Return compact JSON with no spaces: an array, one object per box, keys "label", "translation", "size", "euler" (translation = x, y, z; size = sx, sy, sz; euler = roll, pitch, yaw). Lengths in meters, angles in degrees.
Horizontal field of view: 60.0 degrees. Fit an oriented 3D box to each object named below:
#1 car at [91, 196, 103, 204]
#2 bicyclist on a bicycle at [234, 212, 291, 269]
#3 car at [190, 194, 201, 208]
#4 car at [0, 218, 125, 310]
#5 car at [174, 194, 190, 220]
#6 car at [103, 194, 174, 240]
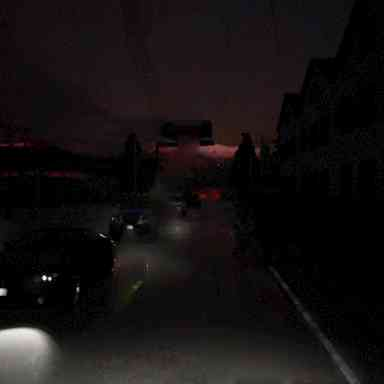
[{"label":"car","translation":[-17.640,1.533,65.745],"size":[4.611,1.667,2.242],"euler":[0,0,4]},{"label":"bicyclist on a bicycle","translation":[2.052,1.401,9.676],"size":[1.656,1.620,0.582],"euler":[0,0,4]},{"label":"car","translation":[-1.408,1.247,46.610],"size":[5.566,2.045,2.150],"euler":[0,-1,36]},{"label":"car","translation":[-3.173,1.547,7.735],"size":[1.994,1.385,4.181],"euler":[0,0,4]},{"label":"car","translation":[-1.671,1.166,27.869],"size":[2.150,2.045,5.566],"euler":[0,0,4]},{"label":"car","translation":[-2.494,1.186,17.178],"size":[2.150,2.045,5.566],"euler":[0,0,4]}]
